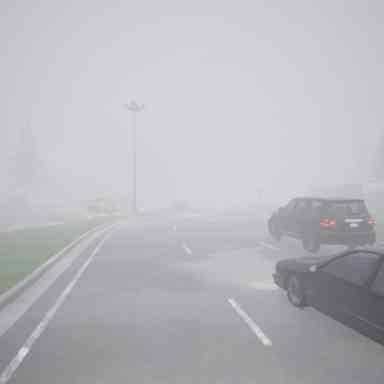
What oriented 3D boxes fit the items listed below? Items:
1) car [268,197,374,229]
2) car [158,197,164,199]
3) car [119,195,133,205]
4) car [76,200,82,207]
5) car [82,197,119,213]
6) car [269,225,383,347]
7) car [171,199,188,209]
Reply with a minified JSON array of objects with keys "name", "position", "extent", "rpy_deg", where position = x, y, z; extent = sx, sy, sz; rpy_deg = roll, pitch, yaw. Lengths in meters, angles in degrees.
[{"name":"car","position":[5.118,1.225,13.988],"extent":[2.150,2.045,5.566],"rpy_deg":[0,0,-9]},{"name":"car","position":[-7.585,1.341,77.762],"extent":[2.033,1.411,5.357],"rpy_deg":[0,0,4]},{"name":"car","position":[-12.219,1.377,60.892],"extent":[2.097,1.767,4.553],"rpy_deg":[0,0,4]},{"name":"car","position":[-16.320,1.623,51.869],"extent":[1.895,1.301,4.718],"rpy_deg":[0,0,4]},{"name":"car","position":[-10.223,1.368,37.408],"extent":[2.097,1.767,4.553],"rpy_deg":[0,0,4]},{"name":"car","position":[3.263,1.548,5.070],"extent":[2.033,1.411,5.357],"rpy_deg":[0,0,-14]},{"name":"car","position":[-1.583,1.617,44.200],"extent":[1.895,1.301,4.718],"rpy_deg":[0,0,5]}]
